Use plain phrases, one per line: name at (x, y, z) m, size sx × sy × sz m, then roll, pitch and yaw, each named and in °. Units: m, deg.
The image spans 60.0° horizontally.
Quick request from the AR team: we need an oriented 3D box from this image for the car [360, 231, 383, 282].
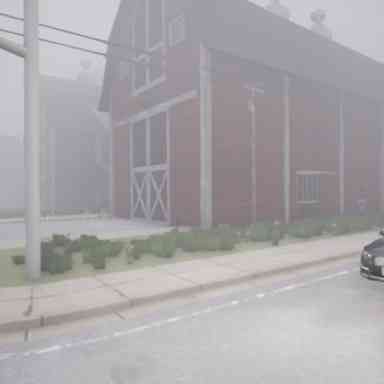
car at (6.146, 1.403, 8.374) m, size 4.902 × 1.511 × 2.128 m, roll -1°, pitch 0°, yaw -36°
